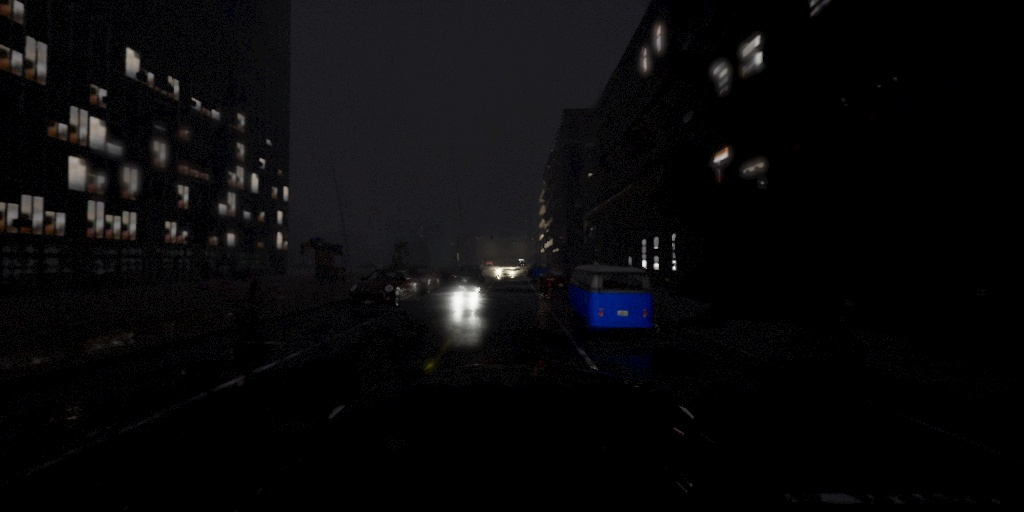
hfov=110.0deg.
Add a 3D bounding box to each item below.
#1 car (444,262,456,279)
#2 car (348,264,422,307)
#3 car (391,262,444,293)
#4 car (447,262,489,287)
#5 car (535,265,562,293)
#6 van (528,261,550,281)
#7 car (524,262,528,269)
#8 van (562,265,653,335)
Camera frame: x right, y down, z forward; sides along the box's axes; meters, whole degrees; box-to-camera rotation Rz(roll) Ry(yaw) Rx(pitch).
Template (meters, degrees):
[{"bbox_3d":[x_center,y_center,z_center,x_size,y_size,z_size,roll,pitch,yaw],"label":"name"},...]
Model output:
[{"bbox_3d":[-5.714,1.550,33.079,1.888,1.381,4.507,0,0,0],"label":"car"},{"bbox_3d":[-5.687,1.311,16.142,1.967,1.591,4.097,0,0,0],"label":"car"},{"bbox_3d":[-5.692,1.356,21.788,1.967,1.591,4.097,0,0,0],"label":"car"},{"bbox_3d":[-3.145,1.446,26.659,2.128,1.511,4.902,0,0,0],"label":"car"},{"bbox_3d":[2.656,1.462,21.837,1.888,1.381,4.507,0,0,0],"label":"car"},{"bbox_3d":[2.634,1.345,33.129,1.690,1.789,3.998,0,0,0],"label":"van"},{"bbox_3d":[2.622,1.613,38.774,1.948,1.339,4.313,0,0,0],"label":"car"},{"bbox_3d":[2.677,1.165,10.543,1.690,1.789,3.998,0,0,0],"label":"van"}]
